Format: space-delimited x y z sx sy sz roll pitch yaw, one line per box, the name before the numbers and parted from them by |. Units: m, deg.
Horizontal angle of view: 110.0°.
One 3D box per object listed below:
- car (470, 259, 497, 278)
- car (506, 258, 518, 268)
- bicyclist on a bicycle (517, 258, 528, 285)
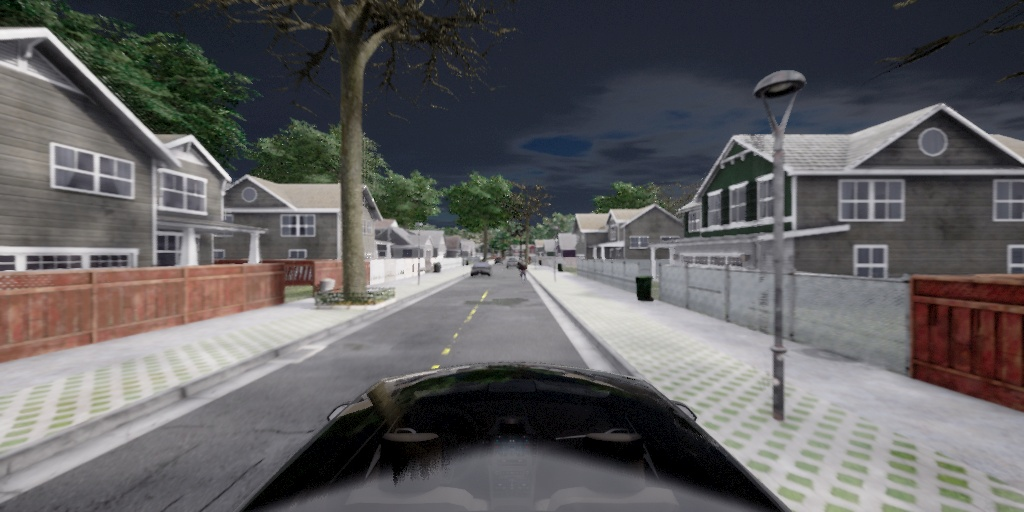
car | -2.845 1.262 34.248 2.033 1.411 5.357 0 0 0
car | 0.060 1.182 57.389 2.128 1.511 4.902 0 0 0
bicyclist on a bicycle | 0.758 1.097 23.734 0.659 1.776 1.843 0 0 0
